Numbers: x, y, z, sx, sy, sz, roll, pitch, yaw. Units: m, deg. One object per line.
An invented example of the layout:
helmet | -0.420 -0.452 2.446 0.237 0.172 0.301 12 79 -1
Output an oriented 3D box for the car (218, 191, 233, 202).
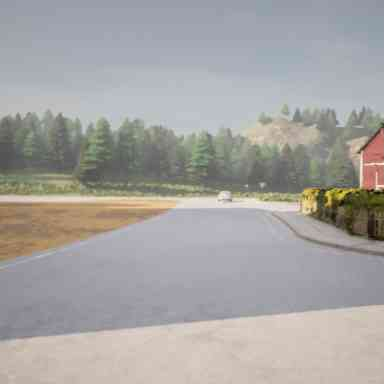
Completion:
car | 4.720 0.591 46.933 1.812 1.442 4.674 1 1 4
